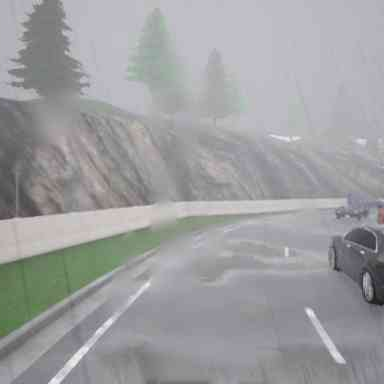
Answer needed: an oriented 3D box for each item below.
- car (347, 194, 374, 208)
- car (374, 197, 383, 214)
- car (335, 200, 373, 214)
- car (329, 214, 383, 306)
[{"bbox_3d":[21.005,1.283,40.480,5.566,2.045,2.150,0,0,-35],"label":"car"},{"bbox_3d":[11.423,1.267,17.908,2.150,2.045,5.566,0,0,25],"label":"car"},{"bbox_3d":[13.667,1.636,28.171,1.895,1.301,4.718,1,0,37],"label":"car"},{"bbox_3d":[4.663,1.521,7.898,1.837,1.490,4.892,0,0,10],"label":"car"}]
